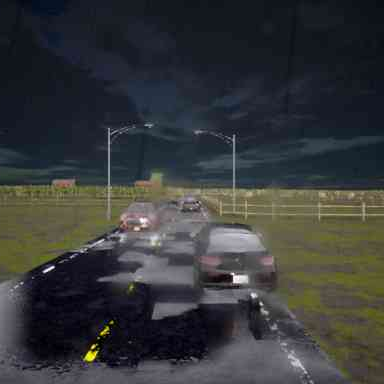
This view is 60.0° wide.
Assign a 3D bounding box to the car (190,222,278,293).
[{"bbox_3d":[0.938,1.526,8.736,1.812,1.442,4.674,0,0,0],"label":"car"}]

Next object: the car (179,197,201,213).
[{"bbox_3d":[-0.040,1.486,36.574,2.128,1.511,4.902,0,0,0],"label":"car"}]

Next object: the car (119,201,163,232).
[{"bbox_3d":[-2.909,1.351,19.765,2.097,1.767,4.553,0,0,0],"label":"car"}]

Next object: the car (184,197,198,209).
[{"bbox_3d":[-0.115,1.469,46.986,1.882,1.535,5.008,0,0,0],"label":"car"}]

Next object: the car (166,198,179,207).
[{"bbox_3d":[-2.908,1.590,51.649,1.895,1.301,4.718,0,0,0],"label":"car"}]
